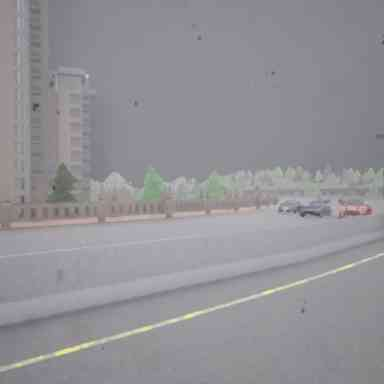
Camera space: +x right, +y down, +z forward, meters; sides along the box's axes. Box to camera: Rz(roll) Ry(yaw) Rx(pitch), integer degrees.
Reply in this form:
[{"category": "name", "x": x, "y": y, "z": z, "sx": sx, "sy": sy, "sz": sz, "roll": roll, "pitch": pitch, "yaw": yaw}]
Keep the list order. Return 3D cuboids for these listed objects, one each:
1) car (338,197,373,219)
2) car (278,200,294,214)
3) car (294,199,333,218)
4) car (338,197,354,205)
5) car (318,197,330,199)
[{"category": "car", "x": 14.040, "y": 1.398, "z": 28.468, "sx": 2.097, "sy": 1.767, "sz": 4.553, "roll": 0, "pitch": 0, "yaw": 36}, {"category": "car", "x": 10.836, "y": 1.595, "z": 36.064, "sx": 2.128, "sy": 1.511, "sz": 4.902, "roll": 0, "pitch": 0, "yaw": 33}, {"category": "car", "x": 11.610, "y": 1.616, "z": 30.917, "sx": 2.033, "sy": 1.411, "sz": 5.357, "roll": 0, "pitch": 0, "yaw": 36}, {"category": "car", "x": 30.469, "y": 1.702, "z": 65.946, "sx": 1.882, "sy": 1.535, "sz": 5.008, "roll": -1, "pitch": 0, "yaw": 13}, {"category": "car", "x": 27.441, "y": 1.676, "z": 69.008, "sx": 1.882, "sy": 1.535, "sz": 5.008, "roll": -1, "pitch": 0, "yaw": 10}]
